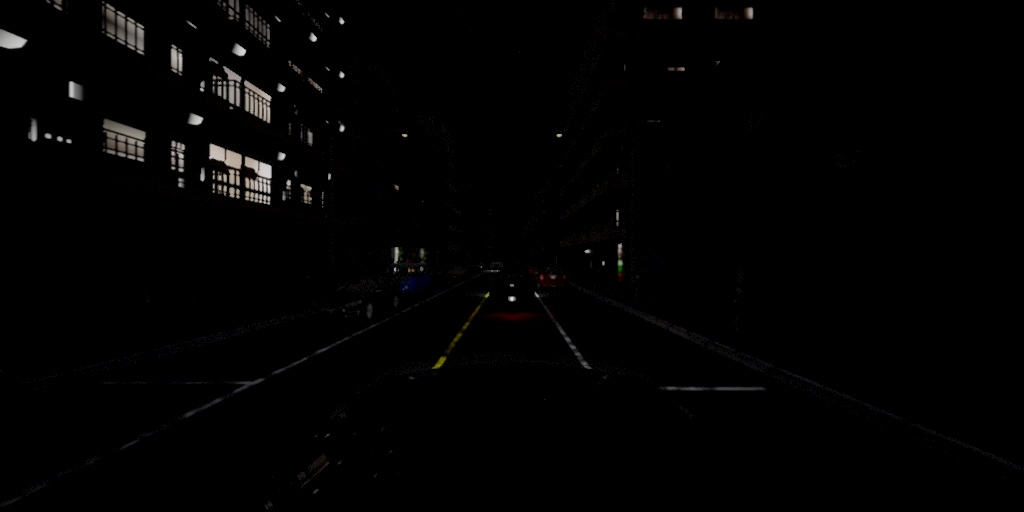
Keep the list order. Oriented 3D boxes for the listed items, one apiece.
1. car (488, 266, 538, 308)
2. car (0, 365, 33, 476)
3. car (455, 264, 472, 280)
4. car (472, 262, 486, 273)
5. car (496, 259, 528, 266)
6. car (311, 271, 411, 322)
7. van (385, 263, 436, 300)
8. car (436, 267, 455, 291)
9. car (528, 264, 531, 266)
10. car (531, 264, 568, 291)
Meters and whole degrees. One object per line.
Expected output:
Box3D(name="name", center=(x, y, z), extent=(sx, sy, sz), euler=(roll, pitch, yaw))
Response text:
Box3D(name="car", center=(0.003, 1.391, 16.139), extent=(1.837, 1.490, 4.892), euler=(0, 0, 0))
Box3D(name="car", center=(-5.316, 1.187, 1.394), extent=(1.967, 1.591, 4.097), euler=(0, 0, 0))
Box3D(name="car", center=(-5.319, 1.584, 35.131), extent=(1.751, 1.417, 4.829), euler=(0, 0, 0))
Box3D(name="car", center=(-5.321, 1.764, 52.254), extent=(2.007, 1.370, 4.403), euler=(0, 0, 0))
Box3D(name="car", center=(0.000, 1.368, 30.917), extent=(2.097, 1.767, 4.553), euler=(0, -1, 0))
Box3D(name="car", center=(-5.317, 1.401, 12.696), extent=(2.007, 1.370, 4.403), euler=(0, 0, 0))
Box3D(name="van", center=(-5.317, 1.244, 18.347), extent=(1.690, 1.789, 3.998), euler=(0, 0, 0))
Box3D(name="car", center=(-5.318, 1.521, 23.998), extent=(1.948, 1.339, 4.313), euler=(0, 0, 0))
Box3D(name="car", center=(2.561, 1.693, 41.044), extent=(1.802, 1.307, 4.207), euler=(0, 0, 0))
Box3D(name="car", center=(2.563, 1.395, 24.052), extent=(1.967, 1.591, 4.097), euler=(0, 0, 0))
